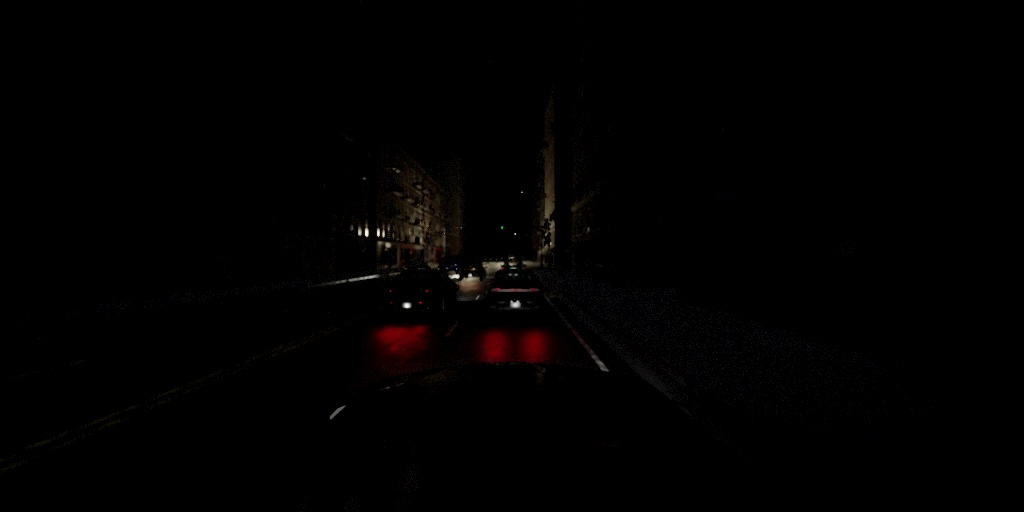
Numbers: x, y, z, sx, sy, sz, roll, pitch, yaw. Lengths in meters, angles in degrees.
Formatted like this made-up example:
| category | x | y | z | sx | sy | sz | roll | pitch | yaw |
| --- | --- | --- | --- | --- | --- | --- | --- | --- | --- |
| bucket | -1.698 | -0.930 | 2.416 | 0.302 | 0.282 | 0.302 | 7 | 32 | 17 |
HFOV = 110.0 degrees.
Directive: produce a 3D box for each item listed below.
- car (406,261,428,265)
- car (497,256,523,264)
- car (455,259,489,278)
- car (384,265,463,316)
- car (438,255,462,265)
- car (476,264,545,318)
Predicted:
| category | x | y | z | sx | sy | sz | roll | pitch | yaw |
| --- | --- | --- | --- | --- | --- | --- | --- | --- | --- |
| car | -9.788 | 1.195 | 37.055 | 1.812 | 1.442 | 4.674 | 0 | 0 | 1 |
| car | 0.104 | 1.043 | 28.857 | 2.097 | 1.767 | 4.553 | 0 | 0 | 0 |
| car | -3.145 | 1.193 | 29.374 | 1.837 | 1.490 | 4.892 | 0 | 0 | 0 |
| car | -3.146 | 1.230 | 13.167 | 1.837 | 1.490 | 4.892 | 0 | 0 | 0 |
| car | -6.518 | 0.891 | 38.808 | 2.150 | 2.045 | 5.566 | 0 | 0 | 1 |
| car | 0.102 | 1.216 | 12.837 | 2.128 | 1.511 | 4.902 | 0 | 0 | 0 |
